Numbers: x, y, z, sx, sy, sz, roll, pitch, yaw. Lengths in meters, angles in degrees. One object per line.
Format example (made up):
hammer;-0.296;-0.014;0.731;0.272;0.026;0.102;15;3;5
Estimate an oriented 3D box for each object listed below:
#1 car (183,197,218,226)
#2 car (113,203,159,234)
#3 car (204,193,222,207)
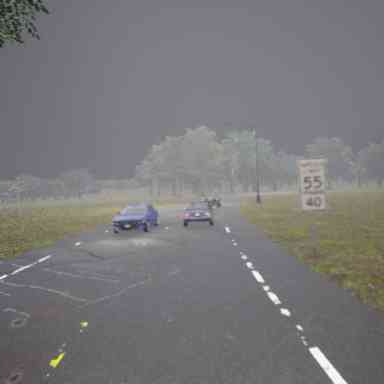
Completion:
car;0.484;1.325;21.702;2.033;1.411;5.357;-3;0;4
car;-3.188;1.457;19.650;1.882;1.535;5.008;-3;0;4
car;2.407;0.903;39.753;2.097;1.767;4.553;-3;0;9
